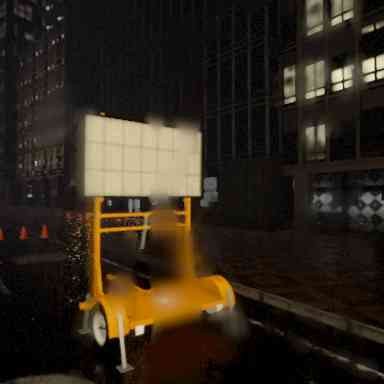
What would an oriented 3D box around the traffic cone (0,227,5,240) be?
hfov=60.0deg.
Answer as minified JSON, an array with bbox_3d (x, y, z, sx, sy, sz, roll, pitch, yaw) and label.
[{"bbox_3d":[-9.199,1.990,15.999,0.340,0.580,0.340,1,-1,-38],"label":"traffic cone"}]

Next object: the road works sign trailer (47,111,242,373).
[{"bbox_3d":[-0.898,0.503,5.988,2.380,3.560,2.880,1,-1,-38],"label":"road works sign trailer"}]

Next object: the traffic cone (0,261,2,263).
[{"bbox_3d":[-6.301,1.977,10.651,0.340,0.580,0.340,1,-1,-38],"label":"traffic cone"}]

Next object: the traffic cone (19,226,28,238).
[{"bbox_3d":[-8.410,2.003,16.613,0.340,0.580,0.340,1,-1,-38],"label":"traffic cone"}]

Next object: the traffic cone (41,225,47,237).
[{"bbox_3d":[-7.622,2.016,17.227,0.340,0.580,0.340,1,-1,-38],"label":"traffic cone"}]
